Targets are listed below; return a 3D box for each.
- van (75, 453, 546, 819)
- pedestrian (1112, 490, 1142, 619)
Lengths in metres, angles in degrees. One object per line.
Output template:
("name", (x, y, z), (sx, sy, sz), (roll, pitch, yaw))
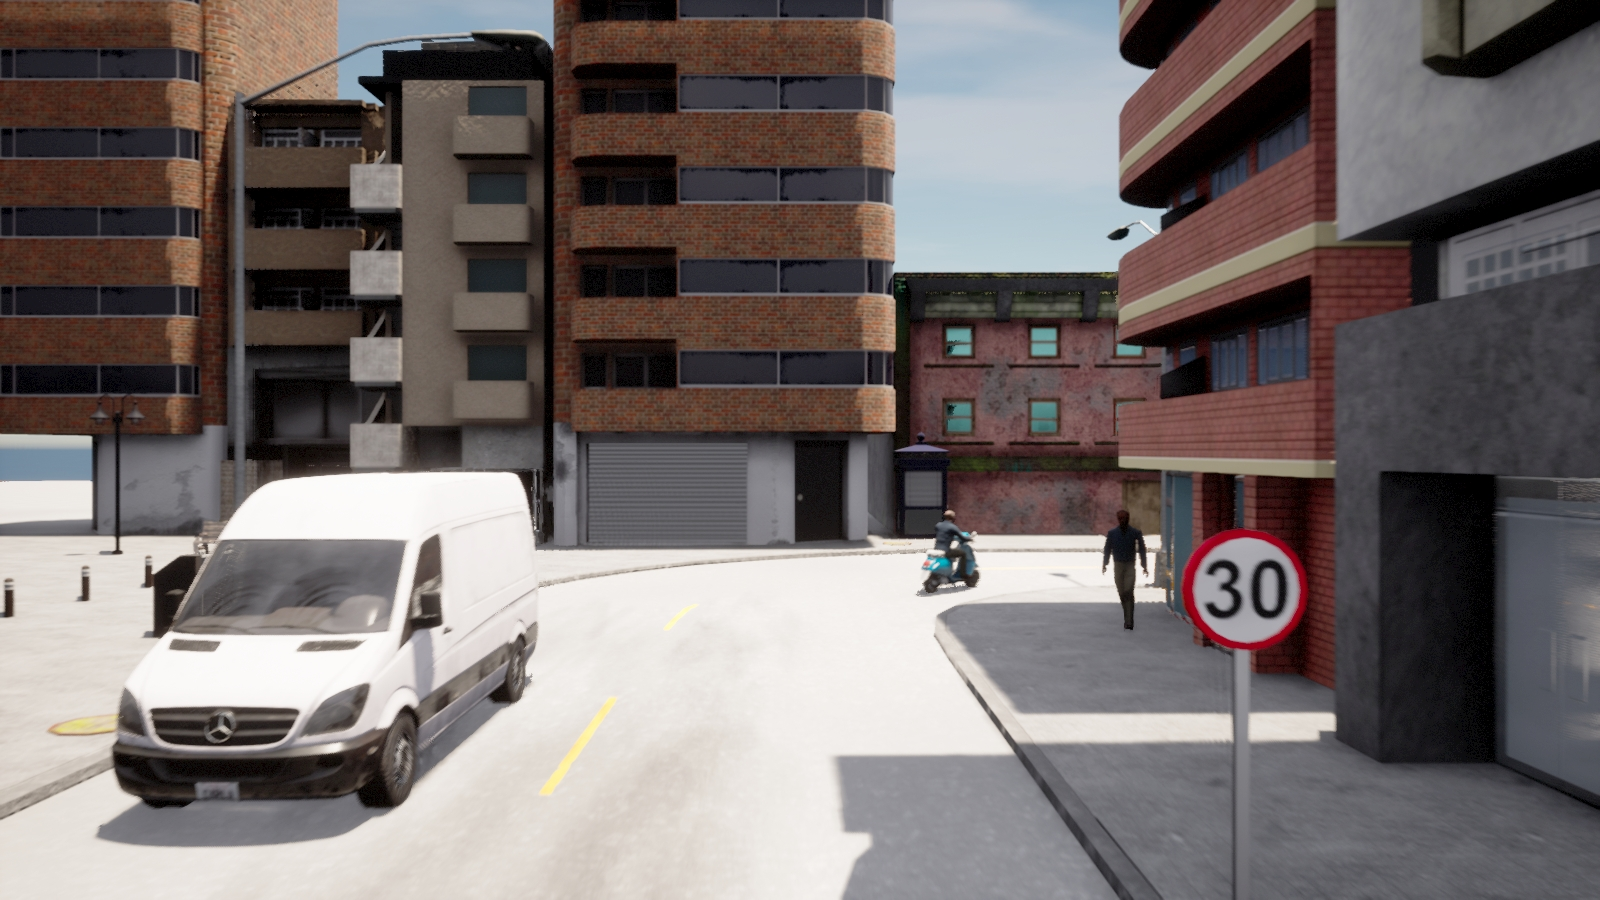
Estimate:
("van", (-4.098, 1.314, 10.988), (1.988, 2.561, 5.915), (0, 0, 0))
("pedestrian", (4.826, 1.524, 16.854), (0.375, 1.860, 0.375), (0, 0, 23))
